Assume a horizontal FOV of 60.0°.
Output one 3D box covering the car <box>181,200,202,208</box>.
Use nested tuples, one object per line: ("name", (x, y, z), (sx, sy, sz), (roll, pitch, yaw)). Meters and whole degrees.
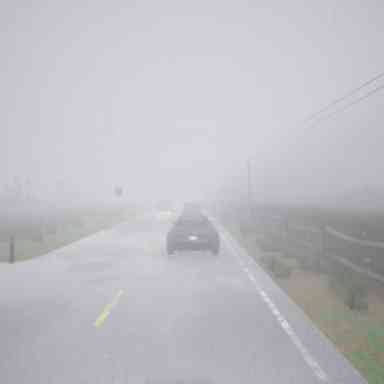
("car", (-0.013, 1.563, 32.790), (2.128, 1.511, 4.902), (0, 0, 0))

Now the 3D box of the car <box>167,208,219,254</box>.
("car", (0.040, 1.595, 13.695), (1.994, 1.385, 4.181), (0, 0, 0))

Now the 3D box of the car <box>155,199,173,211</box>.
("car", (-3.426, 1.583, 41.141), (2.128, 1.511, 4.902), (0, 0, 0))
